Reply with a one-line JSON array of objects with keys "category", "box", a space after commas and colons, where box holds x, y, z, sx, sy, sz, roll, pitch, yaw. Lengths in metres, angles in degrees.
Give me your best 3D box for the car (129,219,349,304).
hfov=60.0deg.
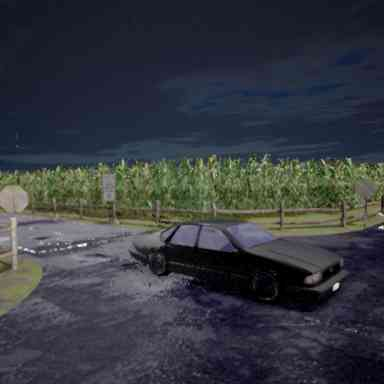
[{"category": "car", "box": [0.718, 1.385, 8.027, 5.357, 1.411, 2.033, 0, 2, 41]}]
